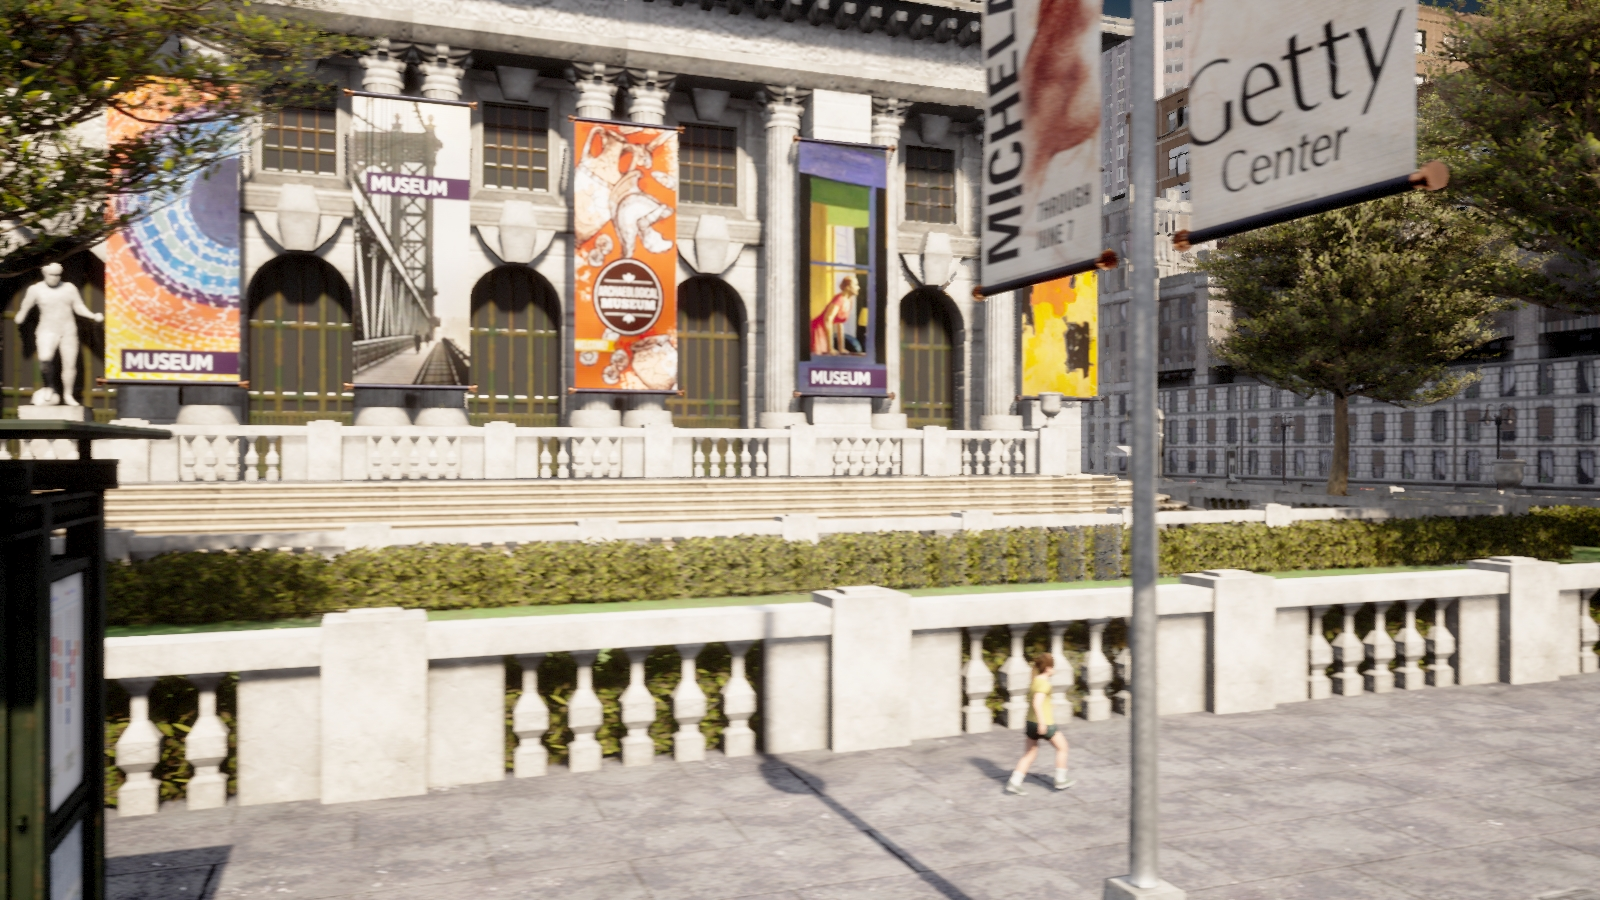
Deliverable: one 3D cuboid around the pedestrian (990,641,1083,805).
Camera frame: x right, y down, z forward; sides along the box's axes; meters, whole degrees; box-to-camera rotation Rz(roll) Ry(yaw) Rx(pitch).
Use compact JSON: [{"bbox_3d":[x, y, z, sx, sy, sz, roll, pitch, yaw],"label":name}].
[{"bbox_3d":[1.814,2.076,8.780,0.500,1.100,0.500,0,0,-24],"label":"pedestrian"}]
